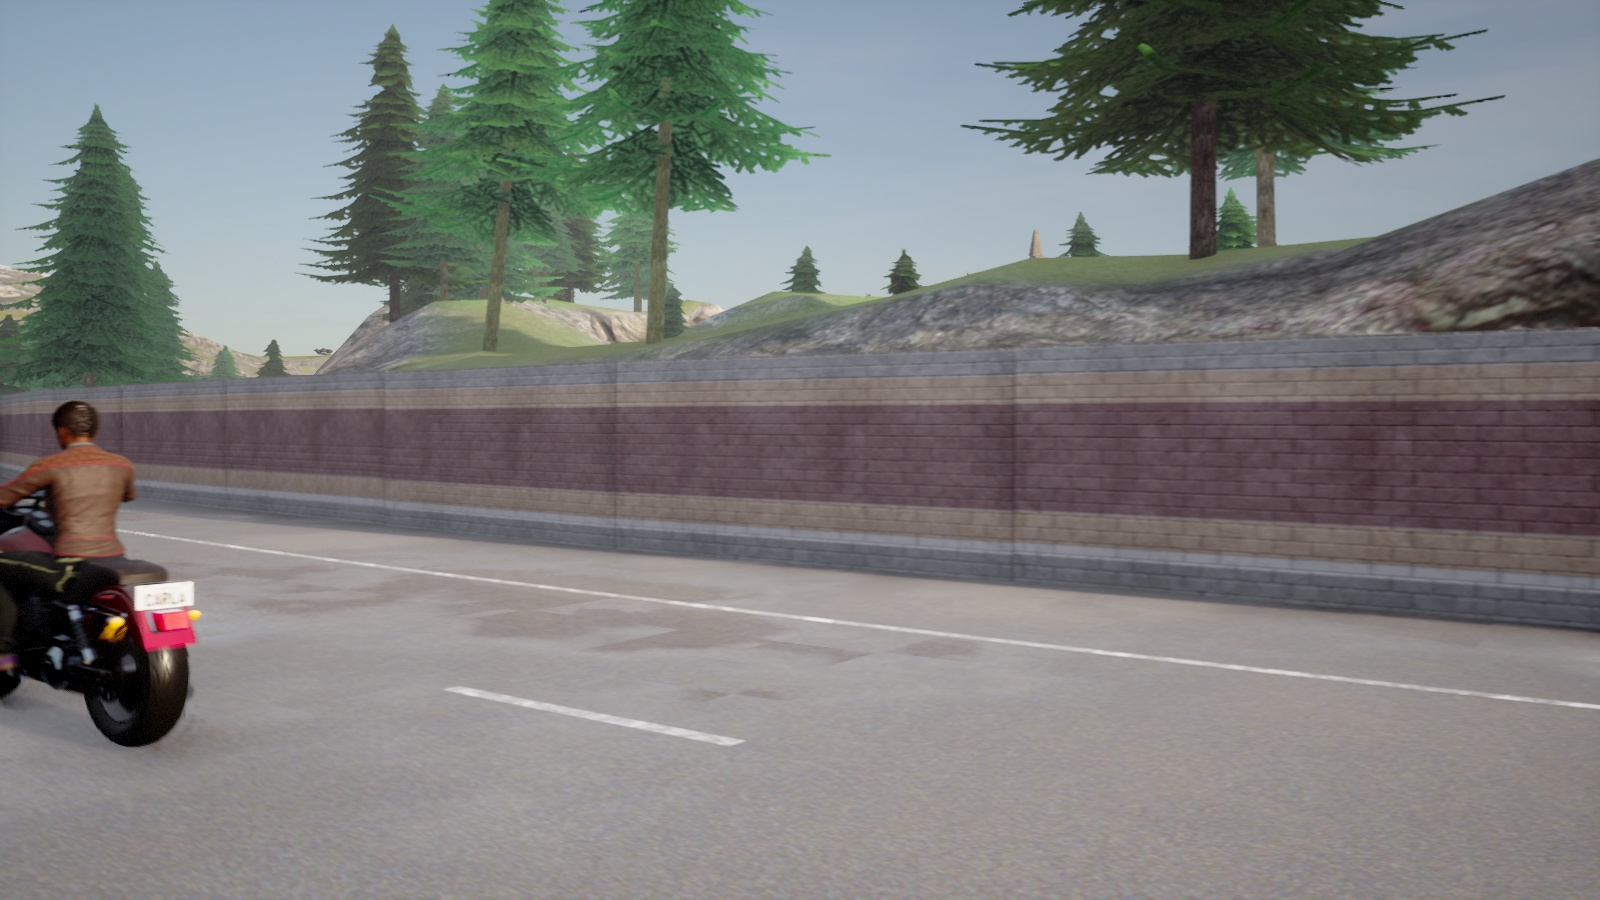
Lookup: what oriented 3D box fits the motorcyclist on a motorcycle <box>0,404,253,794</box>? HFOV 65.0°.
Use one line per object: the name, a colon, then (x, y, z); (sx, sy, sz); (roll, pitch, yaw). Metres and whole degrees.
motorcyclist on a motorcycle: (-3.764, 0.631, 6.320); (2.350, 1.649, 0.766); (0, 0, 36)
